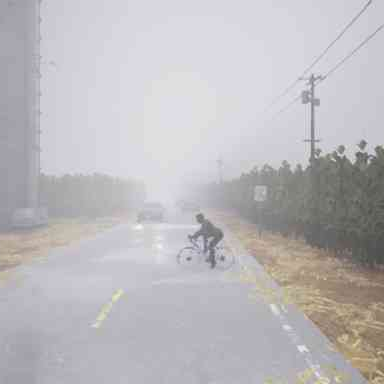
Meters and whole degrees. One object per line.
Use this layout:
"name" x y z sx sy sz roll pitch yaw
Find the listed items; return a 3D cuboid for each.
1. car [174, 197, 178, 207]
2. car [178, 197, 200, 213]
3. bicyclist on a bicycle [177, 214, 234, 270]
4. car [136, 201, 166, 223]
"car" -1.566 1.490 49.483 1.837 1.490 4.892 0 0 -8
"car" -0.246 1.553 37.025 1.994 1.385 4.181 0 0 -4
"bicyclist on a bicycle" 0.392 1.451 9.554 1.656 1.620 0.582 0 0 0
"car" -3.046 1.500 25.570 1.837 1.490 4.892 0 -1 0
